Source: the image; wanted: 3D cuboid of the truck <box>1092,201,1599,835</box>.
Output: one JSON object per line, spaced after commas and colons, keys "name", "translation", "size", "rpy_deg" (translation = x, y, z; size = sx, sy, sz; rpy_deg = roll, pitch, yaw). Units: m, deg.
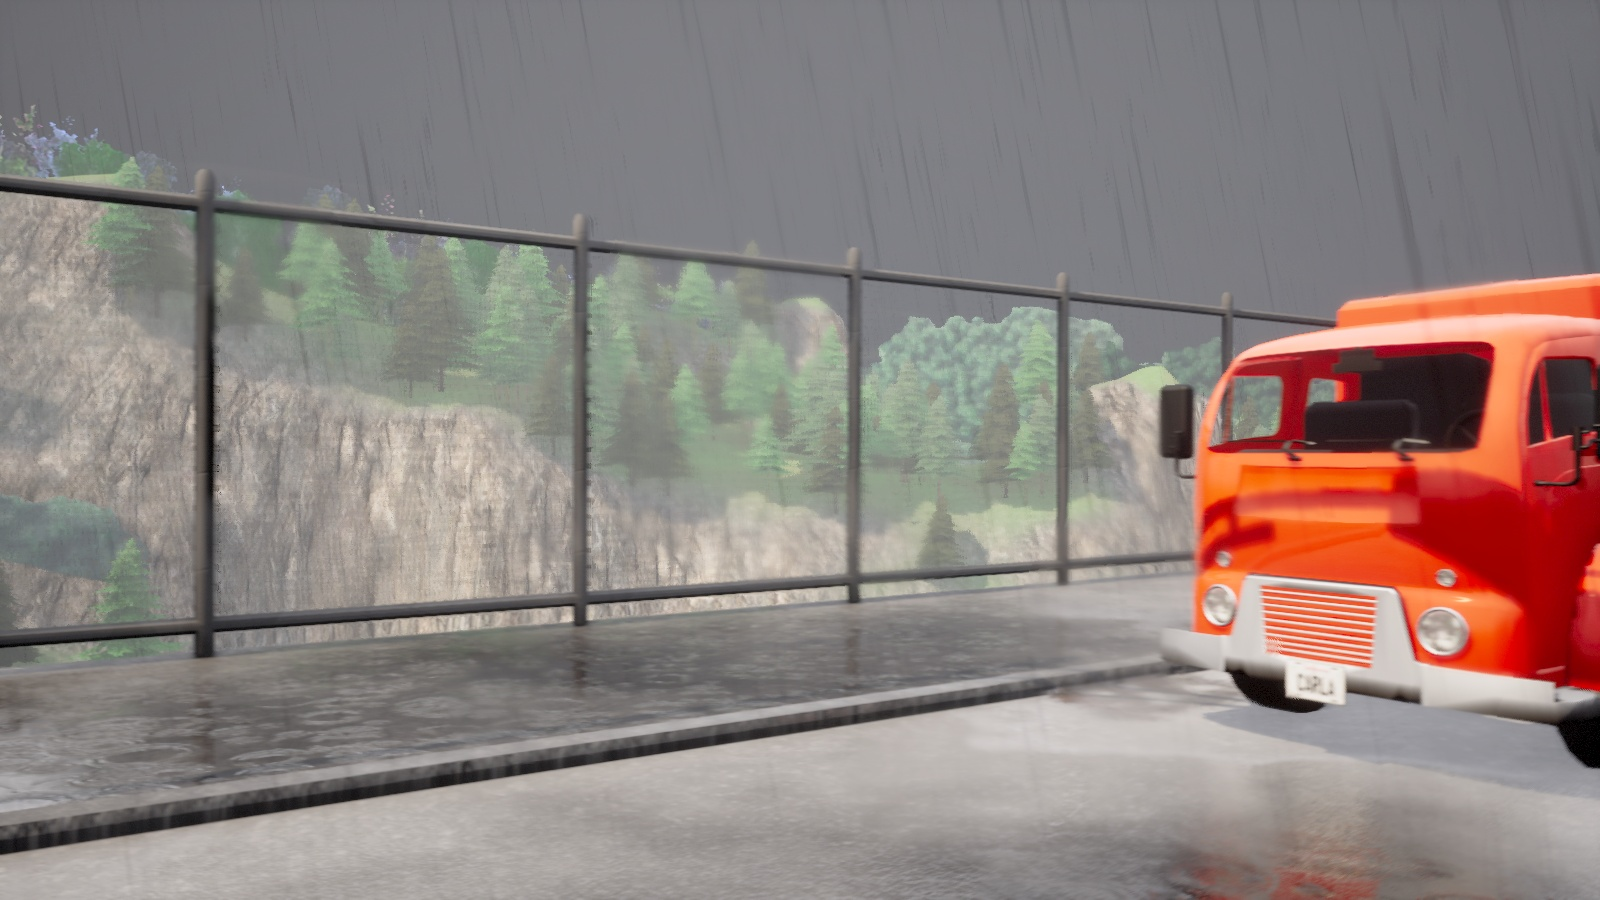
{"name": "truck", "translation": [4.521, 0.267, 7.416], "size": [5.204, 2.467, 2.627], "rpy_deg": [0, 0, -35]}
